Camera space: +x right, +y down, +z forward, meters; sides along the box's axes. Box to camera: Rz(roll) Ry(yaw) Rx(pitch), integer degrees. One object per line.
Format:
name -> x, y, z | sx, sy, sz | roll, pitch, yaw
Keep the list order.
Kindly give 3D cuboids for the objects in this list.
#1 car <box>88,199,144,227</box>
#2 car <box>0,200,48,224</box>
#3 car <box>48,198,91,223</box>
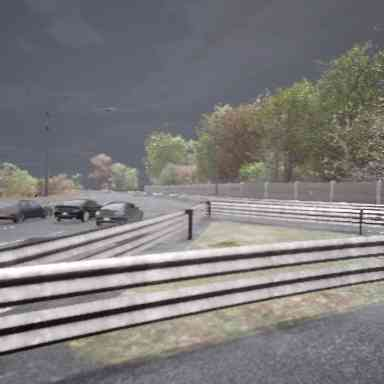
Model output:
car -> -4.327, 1.299, 20.375 | 1.812, 1.442, 4.674 | 1, 0, 8
car -> -11.178, 1.200, 21.636 | 2.033, 1.411, 5.357 | 1, 0, 7
car -> -7.523, 1.180, 22.959 | 1.882, 1.535, 5.008 | 1, 0, 7
